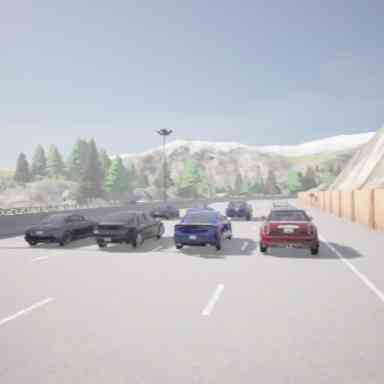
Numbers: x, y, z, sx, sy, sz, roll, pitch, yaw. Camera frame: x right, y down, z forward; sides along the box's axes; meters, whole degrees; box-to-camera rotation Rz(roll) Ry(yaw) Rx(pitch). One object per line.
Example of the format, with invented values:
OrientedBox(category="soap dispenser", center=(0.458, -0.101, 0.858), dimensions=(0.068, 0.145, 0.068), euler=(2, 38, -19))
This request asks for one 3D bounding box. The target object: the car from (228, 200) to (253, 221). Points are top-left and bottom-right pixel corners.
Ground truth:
OrientedBox(category="car", center=(4.156, 1.492, 29.221), dimensions=(2.097, 1.767, 4.553), euler=(-1, -1, 14))

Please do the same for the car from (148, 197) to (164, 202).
OrientedBox(category="car", center=(-7.053, 1.944, 71.107), dimensions=(2.097, 1.767, 4.553), euler=(-1, 0, 14))

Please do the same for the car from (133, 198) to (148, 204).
OrientedBox(category="car", center=(-10.454, 2.168, 71.922), dimensions=(1.812, 1.442, 4.674), euler=(-1, 0, 14))

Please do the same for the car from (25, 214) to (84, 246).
OrientedBox(category="car", center=(-6.202, 1.769, 16.569), dimensions=(1.994, 1.385, 4.181), euler=(-1, 0, 14))

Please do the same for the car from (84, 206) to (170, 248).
OrientedBox(category="car", center=(-2.806, 1.657, 15.728), dimensions=(1.837, 1.490, 4.892), euler=(-1, 0, 14))

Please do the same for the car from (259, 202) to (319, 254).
OrientedBox(category="car", center=(3.928, 1.389, 13.820), dimensions=(2.097, 1.767, 4.553), euler=(-1, -1, 14))

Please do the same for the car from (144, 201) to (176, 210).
OrientedBox(category="car", center=(-2.567, 1.817, 31.157), dimensions=(1.994, 1.385, 4.181), euler=(-1, 0, 14))

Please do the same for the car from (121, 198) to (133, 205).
OrientedBox(category="car", center=(-13.845, 2.054, 72.798), dimensions=(2.097, 1.767, 4.553), euler=(-1, 0, 14))

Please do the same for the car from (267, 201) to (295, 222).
OrientedBox(category="car", center=(7.608, 1.580, 28.582), dimensions=(2.128, 1.511, 4.902), euler=(-1, 0, 14))

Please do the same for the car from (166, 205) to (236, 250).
OrientedBox(category="car", center=(0.631, 1.573, 15.044), dimensions=(1.882, 1.535, 5.008), euler=(-1, 0, 14))

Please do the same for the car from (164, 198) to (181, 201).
OrientedBox(category="car", center=(-3.662, 2.059, 70.231), dimensions=(2.128, 1.511, 4.902), euler=(-1, 0, 14))
